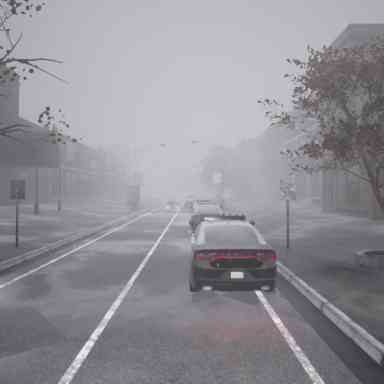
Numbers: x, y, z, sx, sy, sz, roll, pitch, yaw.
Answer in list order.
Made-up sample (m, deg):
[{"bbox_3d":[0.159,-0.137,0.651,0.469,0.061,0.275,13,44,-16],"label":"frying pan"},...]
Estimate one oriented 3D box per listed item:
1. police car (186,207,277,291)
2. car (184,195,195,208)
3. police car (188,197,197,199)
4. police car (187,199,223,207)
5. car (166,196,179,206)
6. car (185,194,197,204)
[{"bbox_3d":[0.879,1.426,9.116,1.930,1.638,5.238,0,0,0],"label":"police car"},{"bbox_3d":[-0.101,1.507,46.698,1.812,1.442,4.674,0,0,0],"label":"car"},{"bbox_3d":[0.838,1.428,25.117,1.930,1.638,5.238,0,0,0],"label":"police car"},{"bbox_3d":[0.853,1.428,19.117,1.930,1.638,5.238,0,0,0],"label":"police car"},{"bbox_3d":[-3.137,1.419,54.821,1.882,1.535,5.008,0,0,0],"label":"car"},{"bbox_3d":[-0.150,1.257,59.816,2.097,1.767,4.553,0,0,0],"label":"car"}]
